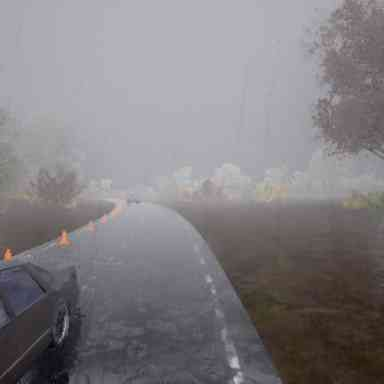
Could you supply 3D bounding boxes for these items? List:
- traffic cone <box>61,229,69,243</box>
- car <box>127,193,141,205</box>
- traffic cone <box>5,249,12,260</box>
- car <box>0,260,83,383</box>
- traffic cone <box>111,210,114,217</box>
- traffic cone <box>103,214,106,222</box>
[{"bbox_3d":[-5.596,1.942,14.588,0.340,0.580,0.340,0,0,-4],"label":"traffic cone"},{"bbox_3d":[-10.284,1.152,58.719,2.150,2.045,5.566,0,0,-16],"label":"car"},{"bbox_3d":[-5.324,1.949,9.652,0.340,0.580,0.340,0,0,-3],"label":"traffic cone"},{"bbox_3d":[-2.751,1.547,3.471,2.033,1.411,5.357,0,0,-1],"label":"car"},{"bbox_3d":[-7.023,1.920,29.351,0.340,0.580,0.340,0,0,-7],"label":"traffic cone"},{"bbox_3d":[-6.446,1.927,24.440,0.340,0.580,0.340,0,0,-6],"label":"traffic cone"}]
